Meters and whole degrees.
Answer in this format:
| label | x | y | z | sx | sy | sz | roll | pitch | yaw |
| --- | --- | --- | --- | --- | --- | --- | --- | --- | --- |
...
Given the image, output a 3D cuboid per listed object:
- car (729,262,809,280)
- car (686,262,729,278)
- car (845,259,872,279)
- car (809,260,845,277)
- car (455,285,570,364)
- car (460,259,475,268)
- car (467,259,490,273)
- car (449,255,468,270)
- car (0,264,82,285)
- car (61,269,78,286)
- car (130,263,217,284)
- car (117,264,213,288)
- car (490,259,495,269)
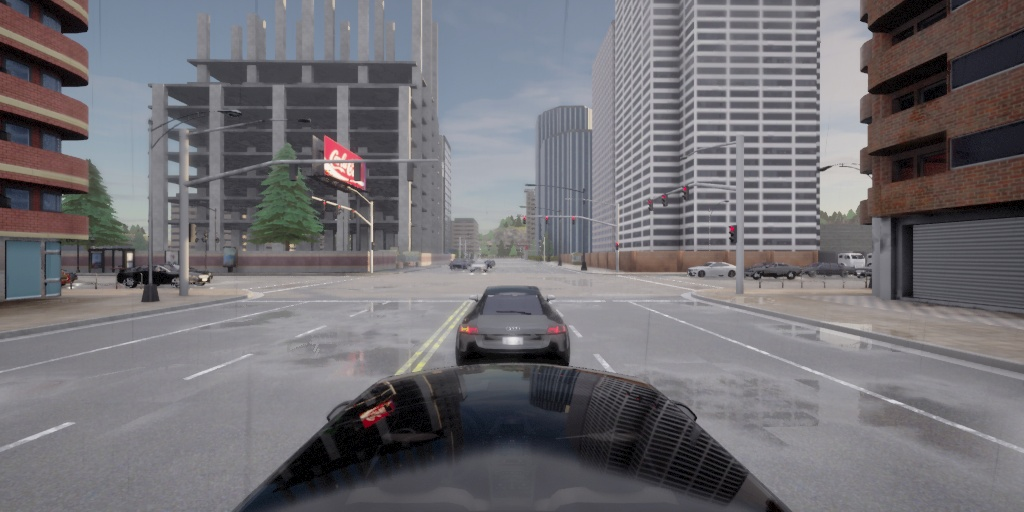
| label | x | y | z | sx | sy | sz | roll | pitch | yaw |
| --- | --- | --- | --- | --- | --- | --- | --- | --- | --- |
| car | 21.853 | 1.241 | 30.638 | 4.902 | 1.511 | 2.128 | 0 | 0 | -1 |
| car | 19.089 | 1.276 | 34.078 | 4.674 | 1.442 | 1.812 | 0 | 0 | -1 |
| car | 32.227 | 1.241 | 30.776 | 4.902 | 1.511 | 2.128 | 0 | 0 | -1 |
| car | 29.671 | 1.297 | 34.247 | 5.357 | 1.411 | 2.033 | 0 | 0 | -1 |
| car | 0.011 | 1.314 | 7.691 | 1.994 | 1.385 | 4.181 | 0 | 0 | 0 |
| car | -7.634 | 1.242 | 62.135 | 2.128 | 1.511 | 4.902 | 0 | 0 | 0 |
| car | -3.975 | 1.276 | 43.408 | 1.812 | 1.442 | 4.674 | 0 | 0 | 0 |
| car | -7.554 | 1.102 | 50.960 | 2.097 | 1.767 | 4.553 | 0 | 0 | 0 |
| car | -34.594 | 1.314 | 26.109 | 4.181 | 1.385 | 1.994 | 0 | 0 | -1 |
| car | -31.113 | 1.102 | 22.657 | 4.553 | 1.767 | 2.097 | 0 | 0 | -1 |
| car | -24.691 | 1.276 | 26.270 | 4.674 | 1.442 | 1.812 | 0 | 0 | -1 |
| car | -22.011 | 1.241 | 22.787 | 4.902 | 1.511 | 2.128 | 0 | 0 | -1 |
| car | -4.099 | 1.351 | 57.136 | 1.895 | 1.301 | 4.718 | 0 | 0 | 0 |
